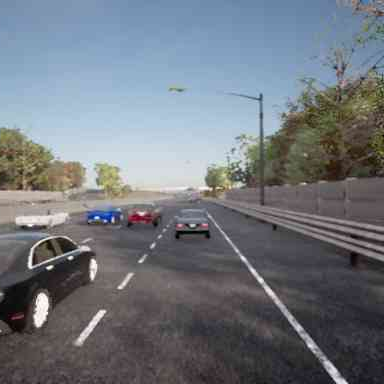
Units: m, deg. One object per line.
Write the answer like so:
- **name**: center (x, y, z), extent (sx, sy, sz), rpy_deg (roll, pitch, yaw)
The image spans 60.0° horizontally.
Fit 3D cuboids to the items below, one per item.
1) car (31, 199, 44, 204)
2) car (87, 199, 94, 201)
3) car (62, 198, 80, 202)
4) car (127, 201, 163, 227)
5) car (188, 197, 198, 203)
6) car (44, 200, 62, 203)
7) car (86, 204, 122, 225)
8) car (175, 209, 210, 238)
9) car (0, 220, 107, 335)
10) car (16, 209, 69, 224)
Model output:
- **car**: center (-31.430, 2.299, 68.564), extent (2.128, 1.511, 4.902), rpy_deg (-1, -1, 0)
- **car**: center (-20.931, 2.234, 68.556), extent (1.994, 1.385, 4.181), rpy_deg (-1, -1, 0)
- **car**: center (-24.432, 2.068, 68.590), extent (2.097, 1.767, 4.553), rpy_deg (-1, -1, 0)
- **car**: center (-3.368, 1.548, 24.590), extent (2.097, 1.767, 4.553), rpy_deg (-1, 0, 0)
- **car**: center (0.084, 2.218, 87.202), extent (1.812, 1.442, 4.674), rpy_deg (-1, -1, 0)
- **car**: center (-27.930, 2.338, 68.531), extent (1.895, 1.301, 4.718), rpy_deg (-1, -1, 0)
- **car**: center (-6.864, 1.718, 26.491), extent (1.882, 1.535, 5.008), rpy_deg (-1, 0, 0)
- **car**: center (0.028, 1.672, 18.498), extent (2.033, 1.411, 5.357), rpy_deg (-1, 0, 0)
- **car**: center (-3.384, 1.581, 6.849), extent (1.837, 1.490, 4.892), rpy_deg (-1, 0, 0)
- **car**: center (-10.364, 1.851, 23.531), extent (1.895, 1.301, 4.718), rpy_deg (-1, 0, 0)
